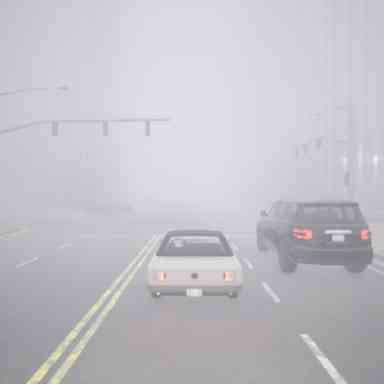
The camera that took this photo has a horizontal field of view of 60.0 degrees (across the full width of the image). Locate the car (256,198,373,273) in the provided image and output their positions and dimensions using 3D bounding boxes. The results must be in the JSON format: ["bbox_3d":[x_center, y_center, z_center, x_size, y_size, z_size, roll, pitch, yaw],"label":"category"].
[{"bbox_3d":[3.584,1.212,10.784,2.150,2.045,5.566,0,0,0],"label":"car"}]

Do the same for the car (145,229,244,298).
[{"bbox_3d":[0.068,1.593,8.431,1.895,1.301,4.718,0,0,1],"label":"car"}]

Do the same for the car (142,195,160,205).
[{"bbox_3d":[-7.023,1.510,55.237,1.994,1.385,4.181,0,0,0],"label":"car"}]

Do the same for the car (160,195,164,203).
[{"bbox_3d":[-6.934,1.457,70.072,2.128,1.511,4.902,0,0,0],"label":"car"}]

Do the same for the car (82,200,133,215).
[{"bbox_3d":[-8.457,1.515,33.347,5.357,1.411,2.033,0,0,27],"label":"car"}]

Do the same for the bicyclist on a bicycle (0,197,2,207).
[{"bbox_3d":[-26.376,1.257,45.453,0.582,1.620,1.656,0,0,-1],"label":"bicyclist on a bicycle"}]
